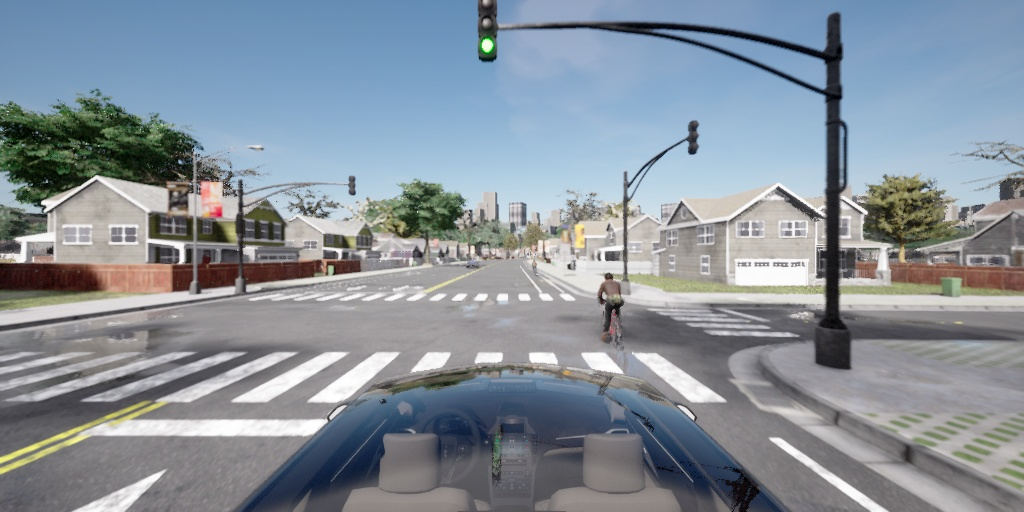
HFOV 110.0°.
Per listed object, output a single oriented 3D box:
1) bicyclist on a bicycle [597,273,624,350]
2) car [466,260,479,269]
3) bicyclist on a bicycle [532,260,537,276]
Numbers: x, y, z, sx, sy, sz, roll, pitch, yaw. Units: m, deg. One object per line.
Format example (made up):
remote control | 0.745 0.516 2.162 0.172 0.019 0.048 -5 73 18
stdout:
bicyclist on a bicycle | 2.251 1.213 8.173 0.582 1.620 1.656 0 0 0
car | -6.497 1.349 59.930 2.033 1.411 5.357 0 0 0
bicyclist on a bicycle | 2.252 1.241 36.147 0.582 1.620 1.656 0 0 0
